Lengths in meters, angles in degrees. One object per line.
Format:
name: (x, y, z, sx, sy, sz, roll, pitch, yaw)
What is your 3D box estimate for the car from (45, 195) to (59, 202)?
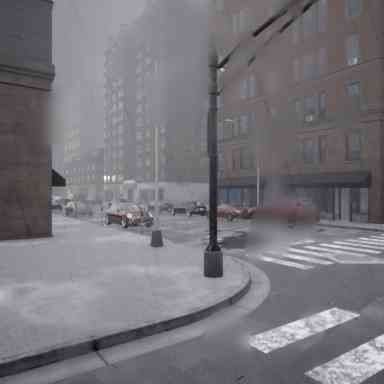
car: (-32.153, 1.471, 76.354, 2.008, 1.369, 4.403, 0, 0, -35)

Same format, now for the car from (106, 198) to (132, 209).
car: (-9.894, 1.532, 44.738, 1.947, 1.339, 4.313, 0, 0, -35)

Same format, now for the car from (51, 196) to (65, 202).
car: (-28.973, 1.477, 71.838, 2.008, 1.369, 4.403, 0, 0, -35)

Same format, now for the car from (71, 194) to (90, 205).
car: (-20.044, 1.298, 59.596, 2.097, 1.767, 4.553, 0, 0, -35)

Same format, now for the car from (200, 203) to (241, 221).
car: (2.825, 1.571, 26.672, 1.802, 1.307, 4.206, 0, 0, -35)

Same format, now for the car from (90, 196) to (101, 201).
car: (-16.004, 1.457, 53.915, 1.837, 1.490, 4.892, 0, 0, -35)

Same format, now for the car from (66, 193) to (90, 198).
car: (-18.214, 1.176, 51.761, 2.150, 2.045, 5.566, 0, 0, -35)

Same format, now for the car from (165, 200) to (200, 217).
car: (-0.355, 1.550, 31.188, 1.947, 1.339, 4.313, 0, 0, -35)

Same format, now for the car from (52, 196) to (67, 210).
car: (-16.855, 1.511, 39.814, 1.887, 1.381, 4.507, 0, 0, -35)

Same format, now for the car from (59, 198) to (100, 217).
car: (-10.493, 1.529, 30.779, 2.008, 1.369, 4.403, 0, 0, -35)

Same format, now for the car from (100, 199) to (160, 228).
car: (-4.132, 1.430, 21.742, 1.967, 1.590, 4.097, 0, 0, -35)

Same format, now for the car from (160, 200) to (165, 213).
car: (-3.535, 1.529, 35.706, 2.008, 1.369, 4.403, 0, 0, -35)

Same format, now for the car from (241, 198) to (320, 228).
car: (6.005, 1.309, 22.155, 2.192, 1.841, 5.009, 0, 0, -35)
